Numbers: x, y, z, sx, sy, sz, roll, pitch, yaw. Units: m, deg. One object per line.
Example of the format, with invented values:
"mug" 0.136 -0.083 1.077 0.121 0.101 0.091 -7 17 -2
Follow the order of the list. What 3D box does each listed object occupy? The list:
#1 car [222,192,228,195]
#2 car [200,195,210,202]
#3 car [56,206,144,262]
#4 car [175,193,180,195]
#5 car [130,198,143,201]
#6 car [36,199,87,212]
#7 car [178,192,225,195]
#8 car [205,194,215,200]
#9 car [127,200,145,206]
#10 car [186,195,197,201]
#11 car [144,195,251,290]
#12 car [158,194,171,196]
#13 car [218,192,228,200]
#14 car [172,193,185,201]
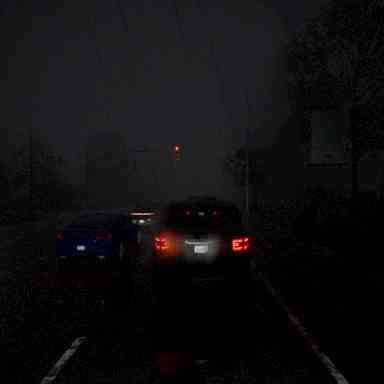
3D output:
"car" 6.611 1.350 78.457 2.097 1.767 4.553 0 0 10
"car" 3.156 1.518 79.013 1.812 1.442 4.674 0 0 10
"car" -3.169 1.478 12.166 1.882 1.535 5.008 0 0 2
"car" -2.276 1.525 66.671 1.812 1.442 4.674 0 0 8
"car" -8.017 1.563 48.514 1.994 1.385 4.181 0 0 6
"car" -14.600 1.547 37.364 5.357 1.411 2.033 0 0 2
"car" 0.596 1.221 19.560 2.150 2.045 5.566 0 0 2
"car" 4.873 1.390 88.815 2.033 1.411 5.357 0 0 11
"car" -2.806 1.491 21.657 2.128 1.511 4.902 0 0 2
"car" -0.005 1.541 81.337 1.994 1.385 4.181 0 0 9
"car" 0.254 1.221 9.228 2.150 2.045 5.566 0 0 1
"car" -4.486 1.478 48.647 1.882 1.535 5.008 0 0 6
"car" 8.399 1.093 88.623 2.150 2.045 5.566 0 0 11
"car" -3.304 1.210 82.832 2.150 2.045 5.566 0 0 9
